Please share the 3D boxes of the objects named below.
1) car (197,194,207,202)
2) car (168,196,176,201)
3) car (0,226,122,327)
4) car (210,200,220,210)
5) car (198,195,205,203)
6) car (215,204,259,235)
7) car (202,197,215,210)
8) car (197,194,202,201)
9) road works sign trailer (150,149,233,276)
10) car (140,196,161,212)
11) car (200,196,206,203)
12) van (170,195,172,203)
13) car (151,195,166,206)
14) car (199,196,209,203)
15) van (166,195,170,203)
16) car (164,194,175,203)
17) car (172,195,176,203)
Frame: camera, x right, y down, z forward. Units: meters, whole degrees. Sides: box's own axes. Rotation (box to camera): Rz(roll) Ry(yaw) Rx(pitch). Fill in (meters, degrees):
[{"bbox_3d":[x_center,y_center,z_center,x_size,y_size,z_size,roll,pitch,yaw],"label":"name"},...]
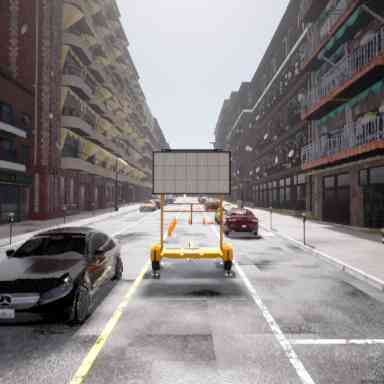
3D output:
[{"bbox_3d":[2.536,1.552,85.066,2.192,1.841,5.009,1,0,0],"label":"car"},{"bbox_3d":[-5.318,1.832,90.654,1.947,1.339,4.313,1,0,0],"label":"car"},{"bbox_3d":[-2.751,1.531,7.209,1.812,1.442,4.674,0,0,0],"label":"car"},{"bbox_3d":[2.580,1.555,24.398,1.752,1.417,4.829,1,0,0],"label":"car"},{"bbox_3d":[2.570,1.685,62.942,1.887,1.381,4.507,1,0,0],"label":"car"},{"bbox_3d":[2.581,1.565,18.696,1.887,1.381,4.507,1,0,0],"label":"car"},{"bbox_3d":[2.575,1.614,40.818,1.887,1.381,4.507,1,0,0],"label":"car"},{"bbox_3d":[2.569,1.707,68.472,1.887,1.381,4.507,1,0,0],"label":"car"},{"bbox_3d":[-0.012,0.473,10.367,2.380,3.560,2.880,0,0,0],"label":"road works sign trailer"},{"bbox_3d":[-5.304,1.595,40.709,1.752,1.417,4.829,2,0,0],"label":"car"},{"bbox_3d":[2.574,1.635,46.350,2.008,1.369,4.403,1,0,0],"label":"car"},{"bbox_3d":[-5.306,1.482,63.002,1.690,1.788,3.998,1,0,0],"label":"van"},{"bbox_3d":[-5.300,1.400,46.412,2.192,1.841,5.009,2,0,0],"label":"car"},{"bbox_3d":[2.577,1.627,74.004,1.967,1.590,4.097,1,0,0],"label":"car"},{"bbox_3d":[-5.303,1.460,57.470,1.690,1.788,3.998,2,0,0],"label":"van"},{"bbox_3d":[-5.309,1.527,79.593,2.192,1.841,5.009,1,0,0],"label":"car"},{"bbox_3d":[-5.308,1.502,74.063,2.192,1.841,5.009,1,0,0],"label":"car"}]
